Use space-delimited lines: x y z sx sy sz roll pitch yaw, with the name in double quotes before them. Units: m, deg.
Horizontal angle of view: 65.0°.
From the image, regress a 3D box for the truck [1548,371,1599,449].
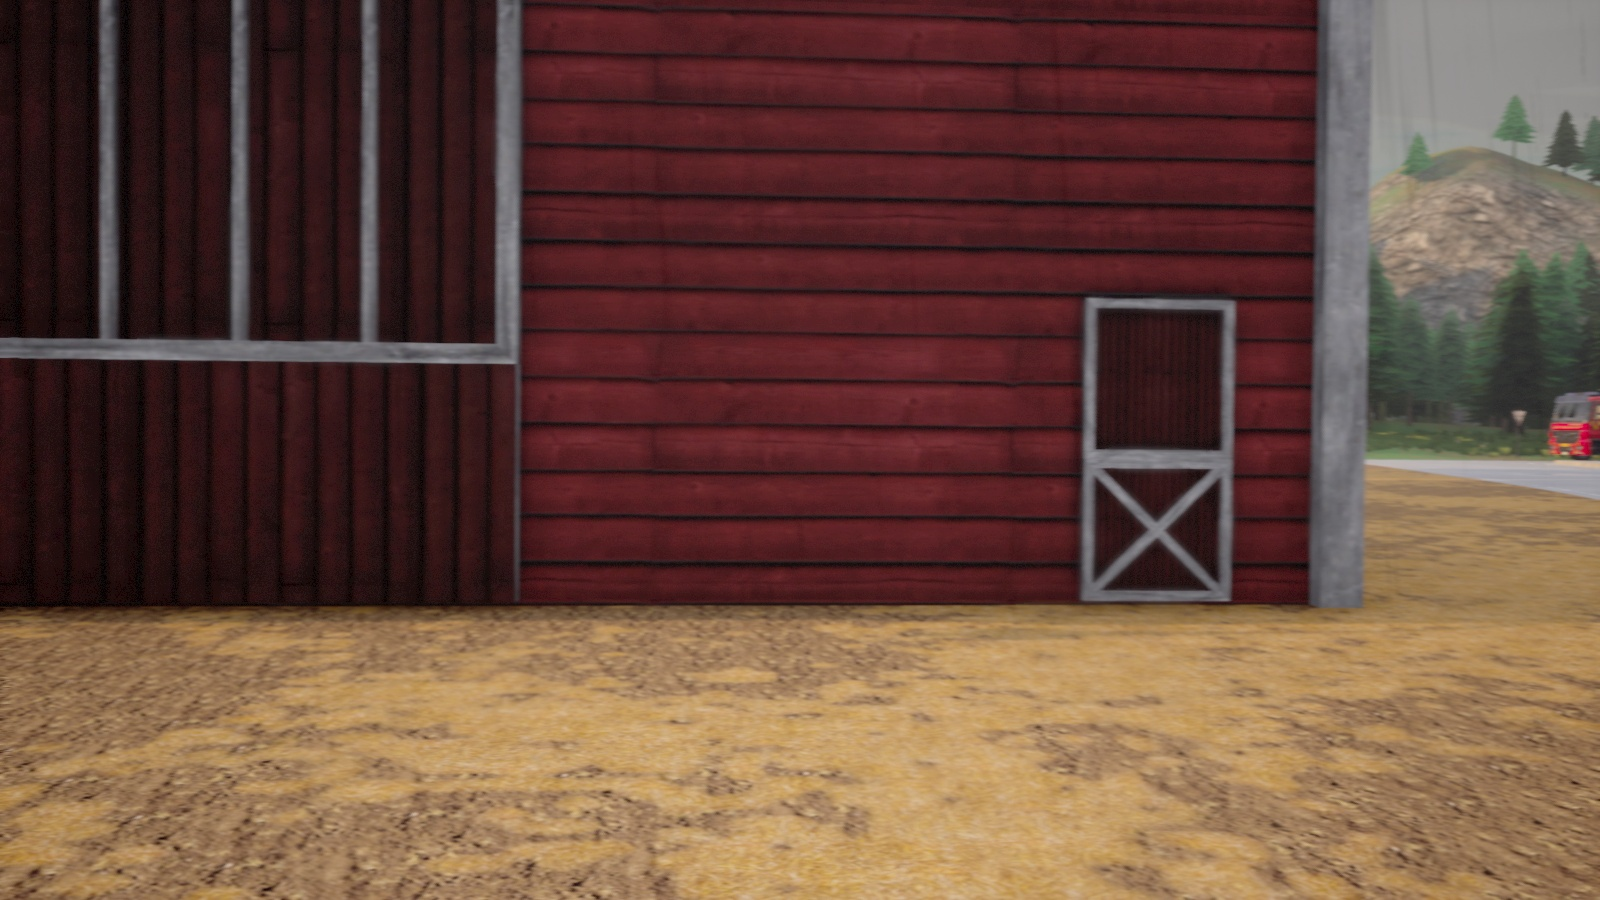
"truck" 43.142 -2.049 63.936 8.468 3.827 2.891 -1 1 -3
